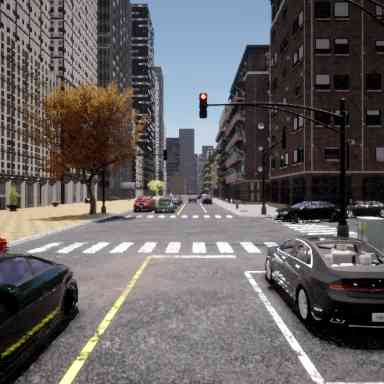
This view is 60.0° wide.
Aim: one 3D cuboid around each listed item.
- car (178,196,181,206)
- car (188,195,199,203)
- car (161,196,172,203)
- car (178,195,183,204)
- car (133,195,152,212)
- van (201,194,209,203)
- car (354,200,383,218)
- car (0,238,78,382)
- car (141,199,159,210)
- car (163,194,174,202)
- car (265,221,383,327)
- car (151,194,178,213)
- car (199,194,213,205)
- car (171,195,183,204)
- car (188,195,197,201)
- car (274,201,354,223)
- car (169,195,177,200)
[{"bbox_3d":[-2.988,1.629,45.996,1.895,1.301,4.718,0,0,0],"label":"car"},{"bbox_3d":[0.165,1.546,68.638,2.128,1.511,4.902,0,0,0],"label":"car"},{"bbox_3d":[-5.517,1.627,72.469,1.947,1.339,4.313,0,0,0],"label":"car"},{"bbox_3d":[-2.954,1.530,55.934,2.128,1.511,4.902,0,0,0],"label":"car"},{"bbox_3d":[-5.598,1.336,39.331,2.192,1.841,5.009,0,0,0],"label":"car"},{"bbox_3d":[2.863,1.402,72.448,1.690,1.788,3.998,0,0,0],"label":"van"},{"bbox_3d":[13.489,1.350,26.302,4.403,1.369,2.008,-1,1,0],"label":"car"},{"bbox_3d":[-3.074,1.564,4.408,1.994,1.385,4.181,0,0,0],"label":"car"},{"bbox_3d":[-5.584,1.592,44.854,1.947,1.339,4.313,0,0,0],"label":"car"},{"bbox_3d":[-5.504,1.386,77.991,2.192,1.841,5.009,0,0,0],"label":"car"},{"bbox_3d":[2.705,1.551,6.923,2.008,1.369,4.403,0,0,0],"label":"car"},{"bbox_3d":[-2.983,1.371,37.013,2.097,1.767,4.553,0,0,-1],"label":"car"},{"bbox_3d":[2.837,1.611,61.402,1.947,1.339,4.313,0,0,0],"label":"car"},{"bbox_3d":[-2.875,1.403,66.097,2.097,1.767,4.553,0,0,1],"label":"car"},{"bbox_3d":[0.191,1.462,79.061,2.033,1.411,5.357,0,0,0],"label":"car"},{"bbox_3d":[8.230,1.381,23.308,4.902,1.511,2.128,-1,0,-6],"label":"car"},{"bbox_3d":[-5.464,1.654,94.560,2.008,1.369,4.403,0,0,0],"label":"car"}]
